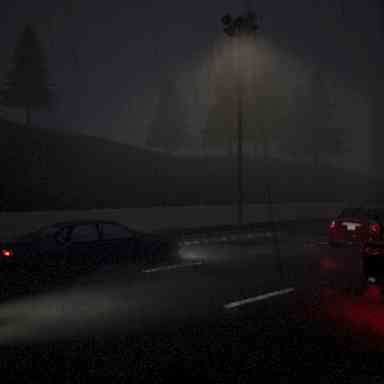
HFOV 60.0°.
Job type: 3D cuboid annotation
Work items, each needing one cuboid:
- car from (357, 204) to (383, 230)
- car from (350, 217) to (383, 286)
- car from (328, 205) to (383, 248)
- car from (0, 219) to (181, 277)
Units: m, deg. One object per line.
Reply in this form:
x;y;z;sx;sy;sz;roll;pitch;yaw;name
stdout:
13.204;1.507;21.594;5.357;1.411;2.033;0;0;-34;car
6.177;1.461;8.149;5.008;1.535;1.882;0;0;-35;car
7.580;1.328;13.436;4.553;1.767;2.097;0;0;-35;car
-2.981;1.542;10.218;5.357;1.411;2.033;0;0;-35;car
